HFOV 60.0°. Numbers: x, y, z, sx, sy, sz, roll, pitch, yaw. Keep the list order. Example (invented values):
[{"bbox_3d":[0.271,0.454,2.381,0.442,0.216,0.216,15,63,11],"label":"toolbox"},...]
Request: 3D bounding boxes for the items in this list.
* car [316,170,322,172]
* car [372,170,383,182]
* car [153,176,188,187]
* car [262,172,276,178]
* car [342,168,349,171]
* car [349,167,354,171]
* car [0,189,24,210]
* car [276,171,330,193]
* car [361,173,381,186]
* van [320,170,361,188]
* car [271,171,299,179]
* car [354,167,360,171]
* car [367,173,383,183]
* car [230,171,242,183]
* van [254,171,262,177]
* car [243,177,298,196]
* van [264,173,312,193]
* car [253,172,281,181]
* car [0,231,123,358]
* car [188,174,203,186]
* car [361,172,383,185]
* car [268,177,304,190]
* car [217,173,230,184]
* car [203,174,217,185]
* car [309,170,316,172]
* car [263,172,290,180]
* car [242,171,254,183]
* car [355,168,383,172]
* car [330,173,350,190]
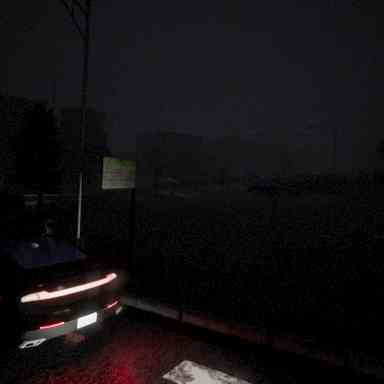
[{"bbox_3d":[25.645,-3.980,73.362,5.008,1.535,2.097,2,6,30],"label":"car"},{"bbox_3d":[34.436,-2.735,57.512,5.566,2.045,2.435,4,7,30],"label":"car"},{"bbox_3d":[-3.548,-1.491,48.781,4.674,1.452,2.002,2,5,29],"label":"car"},{"bbox_3d":[12.329,-2.852,61.985,5.366,1.575,1.946,2,5,30],"label":"car"},{"bbox_3d":[34.656,-4.689,80.851,5.008,1.535,2.097,2,6,30],"label":"car"},{"bbox_3d":[36.901,-4.850,82.729,5.008,1.535,2.097,2,5,30],"label":"car"},{"bbox_3d":[-13.099,0.498,22.268,2.128,1.511,4.902,3,3,-1],"label":"car"},{"bbox_3d":[13.330,-1.039,40.626,5.566,2.045,2.435,4,7,31],"label":"car"},{"bbox_3d":[25.097,-1.723,49.954,4.892,1.521,2.231,4,7,31],"label":"car"},{"bbox_3d":[20.506,-1.567,46.139,4.442,1.987,1.878,4,7,31],"label":"van"},{"bbox_3d":[18.894,-3.419,67.737,5.008,1.535,2.097,2,5,30],"label":"car"},{"bbox_3d":[39.005,-5.017,84.686,5.366,1.575,1.946,2,5,30],"label":"car"},{"bbox_3d":[32.097,-2.294,55.644,4.892,1.521,2.231,4,7,30],"label":"car"},{"bbox_3d":[5.457,-2.413,56.364,4.553,1.767,2.185,2,6,30],"label":"car"},{"bbox_3d":[9.821,-2.895,60.227,4.442,1.987,1.878,2,6,30],"label":"van"},{"bbox_3d":[8.658,-0.416,36.932,5.008,1.535,2.097,4,7,31],"label":"car"},{"bbox_3d":[11.110,-0.819,38.702,4.442,1.987,1.878,4,7,31],"label":"van"},{"bbox_3d":[14.405,-3.044,63.970,5.008,1.535,2.097,2,5,30],"label":"car"},{"bbox_3d":[-3.359,1.457,5.844,4.902,1.511,2.128,1,1,36],"label":"car"},{"bbox_3d":[-1.277,-1.690,50.673,4.792,1.488,2.163,2,5,29],"label":"car"},{"bbox_3d":[27.455,-1.883,51.835,4.792,1.488,2.163,4,7,31],"label":"car"},{"bbox_3d":[12.924,-1.266,45.925,1.812,1.442,4.674,-4,6,-34],"label":"car"},{"bbox_3d":[3.161,-2.071,54.506,4.792,1.488,2.163,2,6,30],"label":"car"},{"bbox_3d":[0.964,-2.034,52.558,4.553,1.767,2.185,2,6,30],"label":"car"},{"bbox_3d":[23.396,-3.791,71.482,4.892,1.521,2.231,2,6,30],"label":"car"},{"bbox_3d":[16.679,-3.200,65.835,4.792,1.488,2.163,2,5,30],"label":"car"},{"bbox_3d":[7.678,-2.479,58.300,5.008,1.535,2.097,2,5,30],"label":"car"},{"bbox_3d":[29.795,-2.352,53.699,5.566,2.045,2.435,4,7,31],"label":"car"},{"bbox_3d":[18.029,-1.288,44.362,4.553,1.767,2.185,4,7,31],"label":"car"}]
